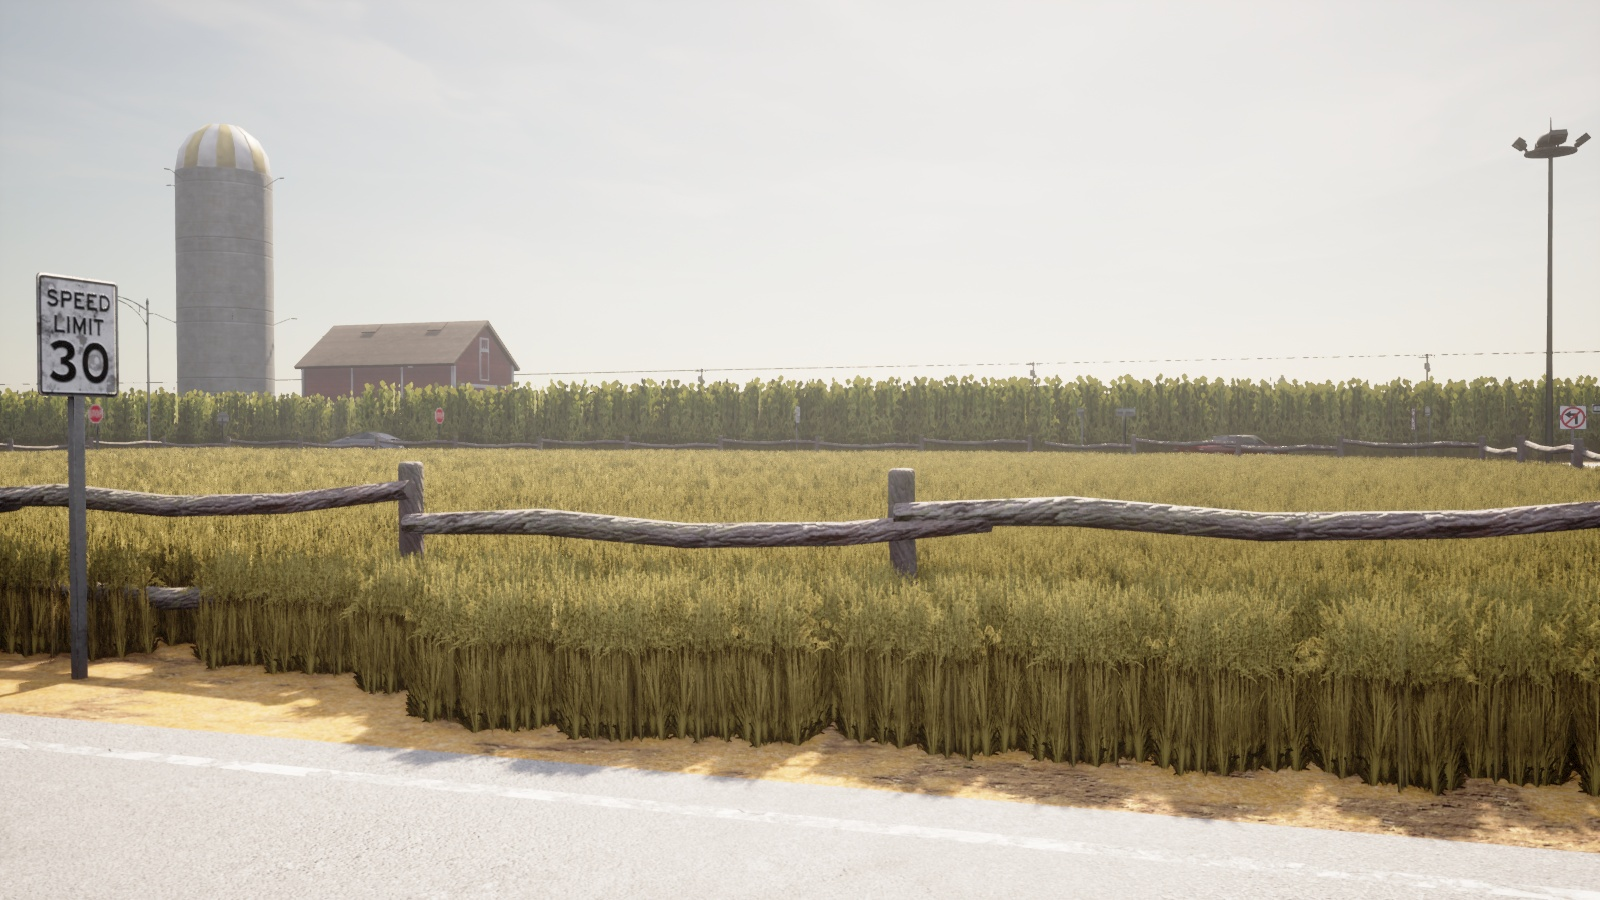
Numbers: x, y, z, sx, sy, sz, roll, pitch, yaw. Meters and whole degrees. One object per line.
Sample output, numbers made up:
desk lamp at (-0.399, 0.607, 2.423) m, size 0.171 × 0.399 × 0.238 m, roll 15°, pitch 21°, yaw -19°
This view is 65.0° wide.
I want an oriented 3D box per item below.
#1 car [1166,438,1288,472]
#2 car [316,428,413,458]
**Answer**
car at (17.278, 0.178, 50.798) m, size 4.718 × 1.301 × 1.895 m, roll 0°, pitch 1°, yaw -26°
car at (-21.501, -0.382, 62.059) m, size 4.181 × 1.385 × 1.994 m, roll 1°, pitch 1°, yaw 18°
